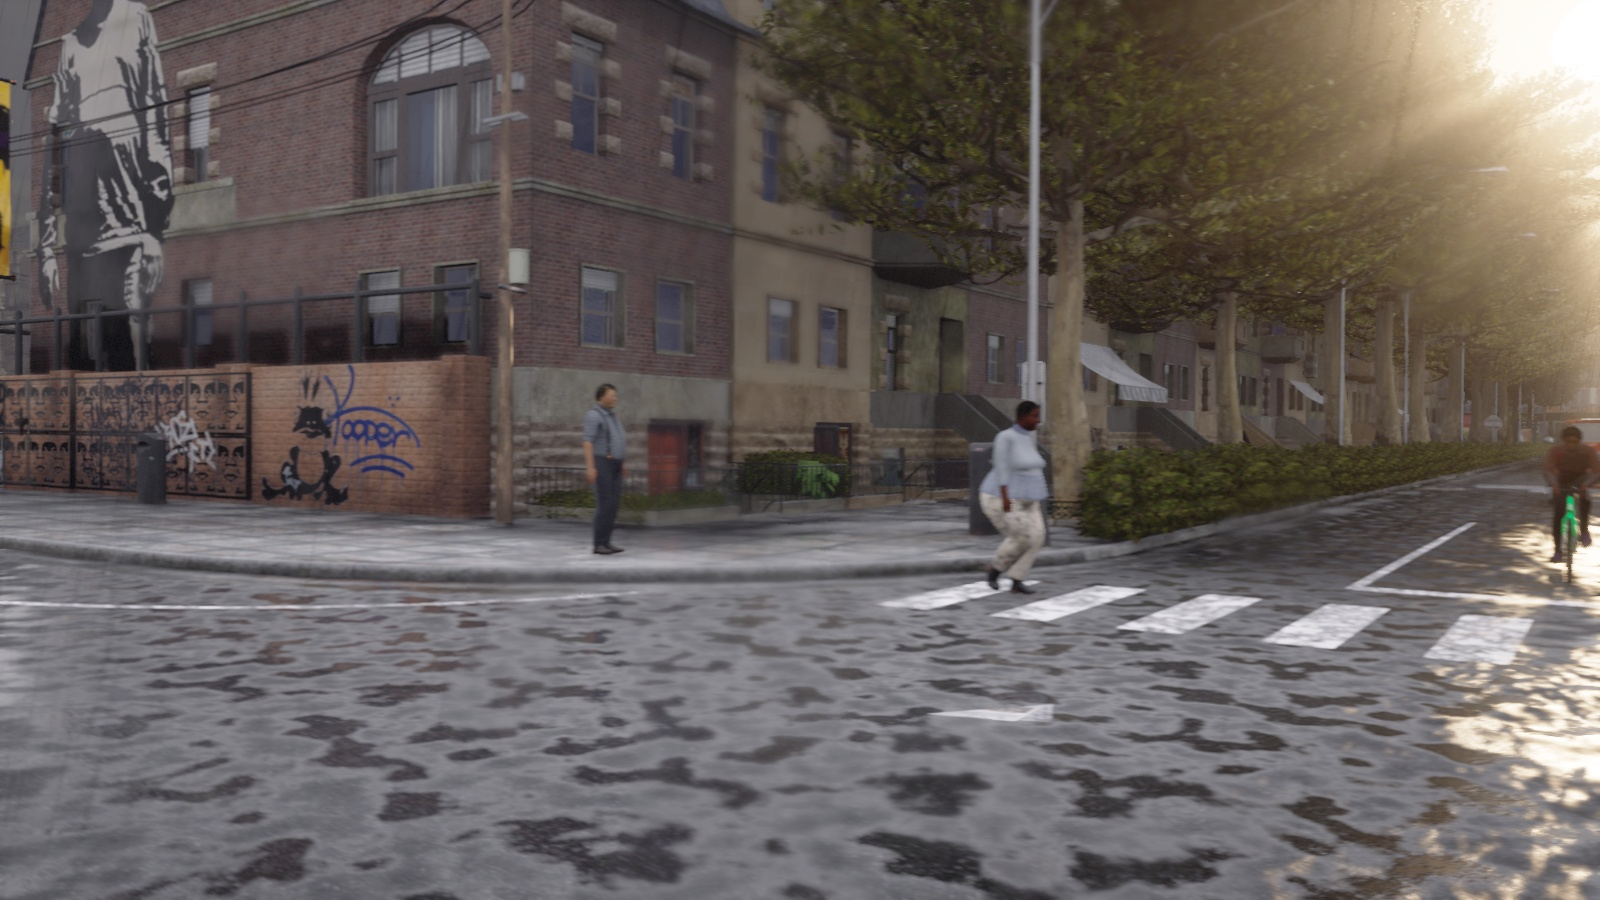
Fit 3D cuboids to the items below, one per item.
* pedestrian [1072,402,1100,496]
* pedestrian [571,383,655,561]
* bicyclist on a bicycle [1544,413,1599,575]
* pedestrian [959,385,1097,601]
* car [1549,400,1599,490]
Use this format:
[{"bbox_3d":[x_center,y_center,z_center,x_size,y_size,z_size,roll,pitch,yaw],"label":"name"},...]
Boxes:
[{"bbox_3d":[5.927,-0.021,26.029,0.396,1.930,0.692,0,1,26],"label":"pedestrian"},{"bbox_3d":[-1.992,0.223,13.400,0.694,1.848,0.540,0,1,25],"label":"pedestrian"},{"bbox_3d":[8.290,0.427,13.335,0.582,1.620,1.656,0,1,34],"label":"bicyclist on a bicycle"},{"bbox_3d":[2.073,0.364,11.402,0.900,1.855,0.874,0,1,42],"label":"pedestrian"},{"bbox_3d":[19.748,-0.149,30.777,2.150,2.045,5.566,0,1,33],"label":"car"}]
